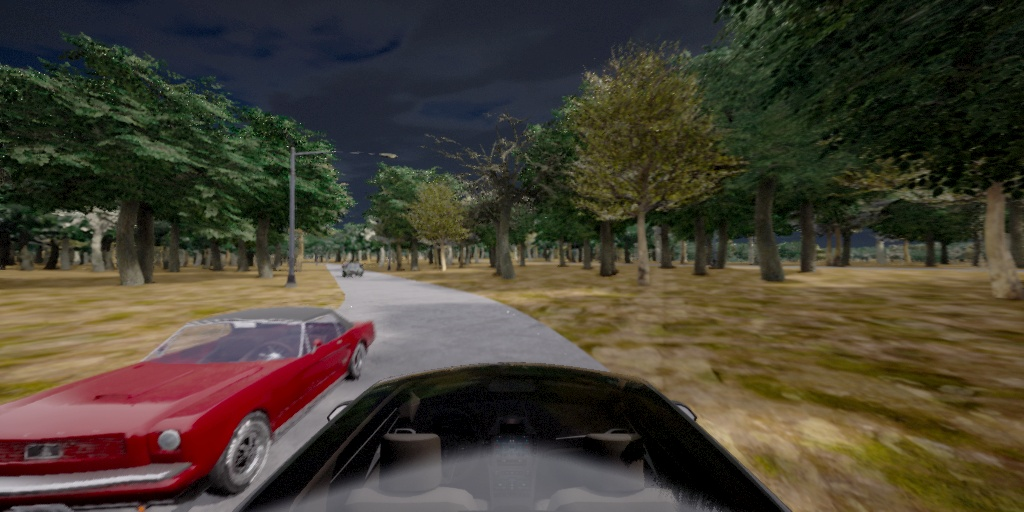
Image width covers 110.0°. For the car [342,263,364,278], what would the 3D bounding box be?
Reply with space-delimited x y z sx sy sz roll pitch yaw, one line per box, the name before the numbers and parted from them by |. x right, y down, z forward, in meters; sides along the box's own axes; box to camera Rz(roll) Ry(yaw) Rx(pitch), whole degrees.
car | -19.005 1.640 42.737 2.097 1.767 4.553 1 -1 -28

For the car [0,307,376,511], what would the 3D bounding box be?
car | -3.327 1.410 4.582 1.895 1.301 4.718 0 -1 -5
